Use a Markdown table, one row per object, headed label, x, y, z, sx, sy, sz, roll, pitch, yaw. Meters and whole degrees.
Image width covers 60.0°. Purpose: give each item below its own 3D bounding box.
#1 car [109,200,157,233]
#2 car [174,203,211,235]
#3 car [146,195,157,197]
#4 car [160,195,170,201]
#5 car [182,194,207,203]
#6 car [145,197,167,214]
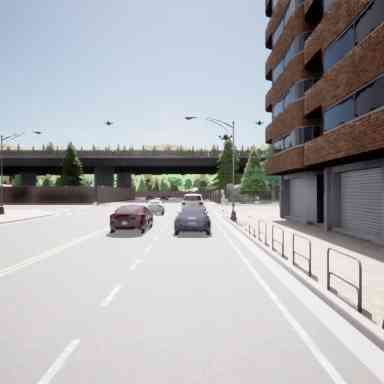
| label | x | y | z | sx | sy | sz | roll | pitch | yaw |
| --- | --- | --- | --- | --- | --- | --- | --- | --- | --- |
| car | -3.450 | 1.478 | 19.637 | 1.882 | 1.535 | 5.008 | 0 | 0 | 1 |
| car | 0.045 | 1.563 | 18.960 | 1.994 | 1.385 | 4.181 | 0 | 0 | 1 |
| car | -10.500 | 1.524 | 82.349 | 1.812 | 1.442 | 4.674 | 0 | 0 | 0 |
| car | -7.000 | 1.553 | 82.930 | 1.994 | 1.385 | 4.181 | 0 | 0 | 0 |
| car | 0.236 | 1.223 | 33.146 | 2.150 | 2.045 | 5.566 | 0 | 0 | 5 |
| car | -3.852 | 1.525 | 34.883 | 1.812 | 1.442 | 4.674 | 0 | 0 | -4 |
